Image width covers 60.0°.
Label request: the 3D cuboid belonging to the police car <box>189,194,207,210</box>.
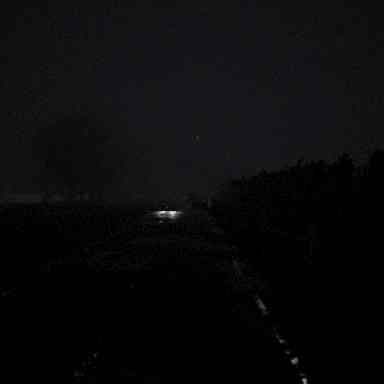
[{"bbox_3d":[0.954,1.434,42.747,1.930,1.638,5.238,0,0,0],"label":"police car"}]

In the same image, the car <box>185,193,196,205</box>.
[{"bbox_3d":[-0.010,1.239,60.848,2.150,2.045,5.566,0,0,0],"label":"car"}]

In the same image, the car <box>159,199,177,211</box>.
[{"bbox_3d":[-2.847,1.571,40.129,1.994,1.385,4.181,0,0,0],"label":"car"}]

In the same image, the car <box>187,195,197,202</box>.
[{"bbox_3d":[-0.013,1.410,73.529,1.994,1.385,4.181,0,0,0],"label":"car"}]
